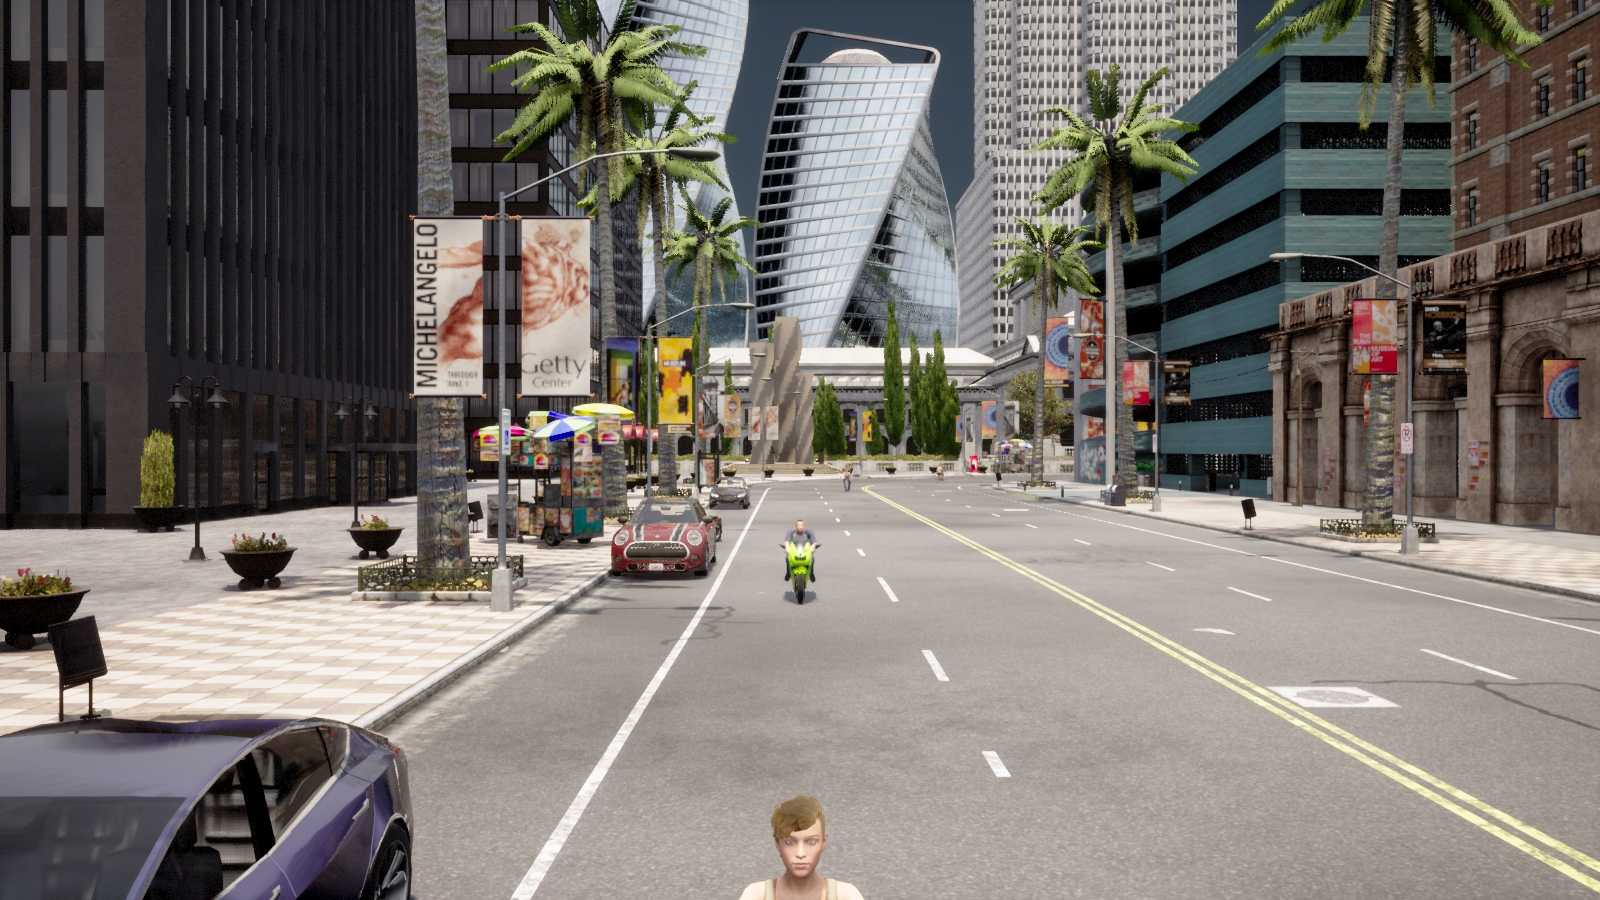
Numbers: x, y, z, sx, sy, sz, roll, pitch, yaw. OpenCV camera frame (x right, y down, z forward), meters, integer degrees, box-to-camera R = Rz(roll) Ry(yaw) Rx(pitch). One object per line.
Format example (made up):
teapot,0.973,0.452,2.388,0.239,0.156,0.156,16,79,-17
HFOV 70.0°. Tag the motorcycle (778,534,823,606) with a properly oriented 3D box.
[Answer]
motorcycle,0.007,2.222,21.464,0.803,1.145,2.033,0,0,0

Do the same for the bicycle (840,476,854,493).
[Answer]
bicycle,3.126,2.286,76.426,0.859,1.080,1.487,0,0,1

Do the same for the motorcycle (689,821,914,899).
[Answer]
motorcycle,0.005,2.172,3.546,0.764,1.277,2.356,0,0,0
